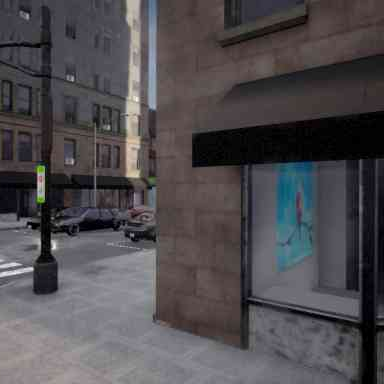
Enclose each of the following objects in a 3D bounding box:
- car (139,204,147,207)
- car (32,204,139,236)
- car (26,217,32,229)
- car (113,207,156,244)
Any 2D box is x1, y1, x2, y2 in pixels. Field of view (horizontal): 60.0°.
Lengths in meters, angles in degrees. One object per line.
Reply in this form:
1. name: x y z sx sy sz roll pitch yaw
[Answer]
1. car: -4.495 1.583 24.961 1.802 1.307 4.206 0 0 35
2. car: -5.761 1.553 18.798 2.033 1.411 5.357 0 0 35
3. car: -7.786 1.563 20.329 1.947 1.339 4.313 0 0 35
4. car: -1.245 1.573 15.680 2.008 1.369 4.403 0 0 35
